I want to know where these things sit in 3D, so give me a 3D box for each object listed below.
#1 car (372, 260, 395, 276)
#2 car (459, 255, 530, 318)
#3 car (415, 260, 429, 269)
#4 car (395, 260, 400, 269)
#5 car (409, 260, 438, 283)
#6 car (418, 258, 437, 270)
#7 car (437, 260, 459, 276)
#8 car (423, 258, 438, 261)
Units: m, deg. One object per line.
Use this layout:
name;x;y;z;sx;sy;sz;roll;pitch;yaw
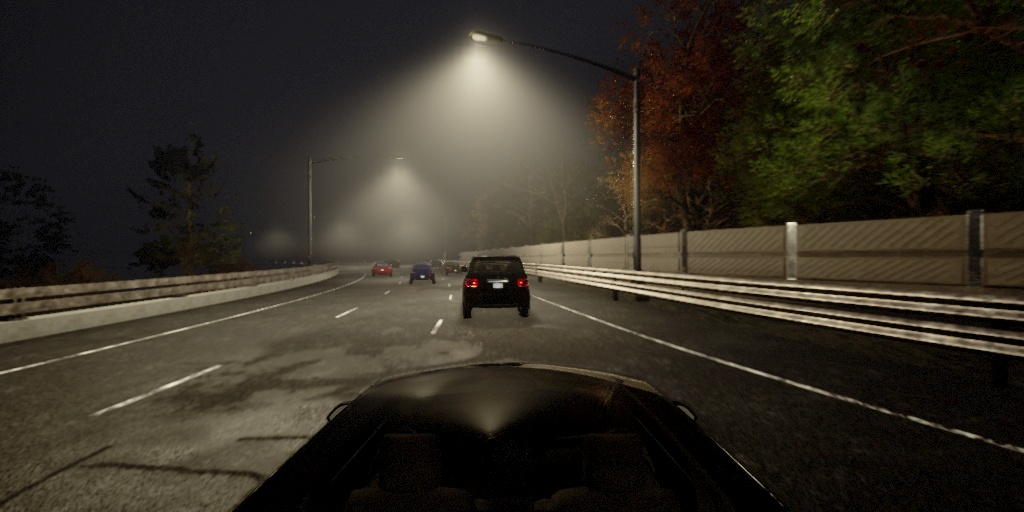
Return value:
car;-13.651;1.368;37.775;1.994;1.385;4.181;0;0;-20
car;-0.698;0.975;13.306;2.150;2.045;5.566;0;0;-6
car;-15.053;1.376;59.881;1.994;1.385;4.181;0;0;-19
car;-19.852;1.307;58.682;1.882;1.535;5.008;0;0;-34
car;-6.978;1.304;27.975;1.812;1.442;4.674;0;0;-14
car;-12.686;1.155;53.786;2.097;1.767;4.553;0;0;-22
car;-6.367;1.303;37.805;1.812;1.442;4.674;0;0;-19
car;-10.480;1.297;48.397;1.837;1.490;4.892;0;-1;-22
